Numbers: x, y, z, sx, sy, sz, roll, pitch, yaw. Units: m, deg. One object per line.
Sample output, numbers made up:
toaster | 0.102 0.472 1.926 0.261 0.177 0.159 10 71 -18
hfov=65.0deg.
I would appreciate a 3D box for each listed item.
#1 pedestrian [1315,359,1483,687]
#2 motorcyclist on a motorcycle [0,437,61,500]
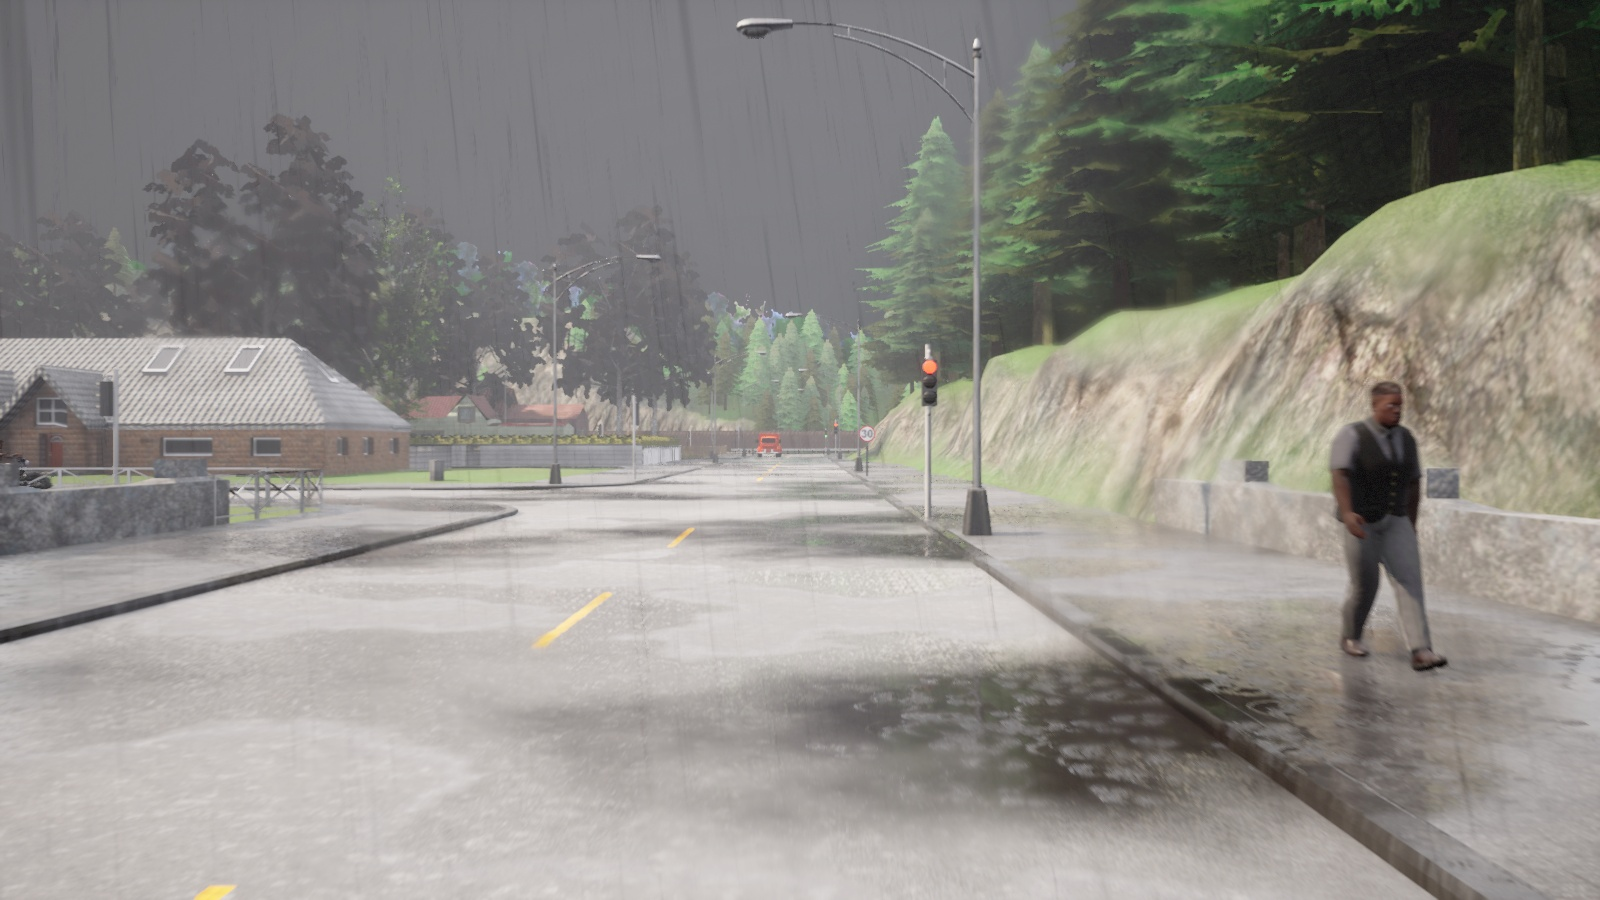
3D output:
pedestrian | 3.626 0.416 7.662 0.563 1.883 0.849 0 0 -5
motorcyclist on a motorcycle | -21.095 0.491 33.476 2.350 1.649 0.766 0 0 0
